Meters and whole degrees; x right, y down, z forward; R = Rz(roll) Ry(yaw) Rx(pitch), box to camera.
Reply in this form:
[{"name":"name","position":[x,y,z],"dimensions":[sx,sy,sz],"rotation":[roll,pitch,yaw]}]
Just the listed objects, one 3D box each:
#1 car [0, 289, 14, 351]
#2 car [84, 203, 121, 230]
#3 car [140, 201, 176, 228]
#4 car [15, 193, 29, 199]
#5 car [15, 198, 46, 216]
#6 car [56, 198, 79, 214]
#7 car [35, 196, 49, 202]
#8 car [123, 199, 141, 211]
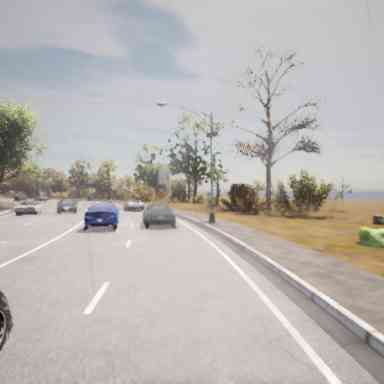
[{"name":"car","position":[-3.609,1.565,3.256],"dimensions":[1.994,1.385,4.181],"rotation":[0,0,-2]},{"name":"car","position":[-5.579,1.427,20.966],"dimensions":[1.882,1.535,5.008],"rotation":[0,0,-10]},{"name":"car","position":[-2.236,1.503,22.050],"dimensions":[1.994,1.385,4.181],"rotation":[0,0,-10]},{"name":"car","position":[-35.292,1.131,68.998],"dimensions":[2.097,1.767,4.553],"rotation":[0,0,-38]},{"name":"car","position":[-15.810,1.531,32.344],"dimensions":[1.895,1.301,4.718],"rotation":[0,0,-18]},{"name":"car","position":[-12.695,1.414,33.994],"dimensions":[2.128,1.511,4.902],"rotation":[0,0,-18]},{"name":"car","position":[-31.459,1.389,69.816],"dimensions":[1.895,1.301,4.718],"rotation":[0,0,-38]},{"name":"car","position":[-6.994,1.498,39.612],"dimensions":[1.895,1.301,4.718],"rotation":[0,0,-19]}]
